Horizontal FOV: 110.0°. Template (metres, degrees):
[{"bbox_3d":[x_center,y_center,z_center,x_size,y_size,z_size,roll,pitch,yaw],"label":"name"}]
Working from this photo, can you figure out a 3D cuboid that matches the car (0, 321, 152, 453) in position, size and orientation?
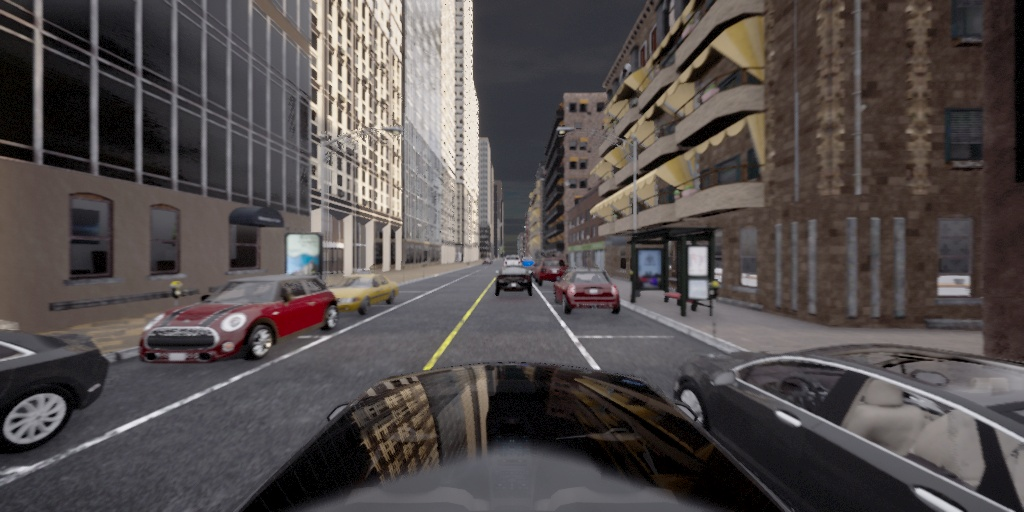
[{"bbox_3d":[-5.689,1.302,2.439,2.007,1.370,4.403,0,0,0],"label":"car"}]

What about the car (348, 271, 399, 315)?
[{"bbox_3d":[-5.696,1.273,13.566,1.751,1.417,4.829,0,0,0],"label":"car"}]

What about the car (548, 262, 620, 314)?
[{"bbox_3d":[2.685,1.185,13.740,1.967,1.591,4.097,0,0,0],"label":"car"}]

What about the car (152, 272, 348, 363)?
[{"bbox_3d":[-5.693,1.189,8.088,1.967,1.591,4.097,0,0,0],"label":"car"}]

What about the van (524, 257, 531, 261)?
[{"bbox_3d":[2.661,1.084,58.928,1.690,1.789,3.998,0,0,0],"label":"van"}]

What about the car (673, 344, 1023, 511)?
[{"bbox_3d":[2.691,1.299,2.444,2.007,1.370,4.403,0,0,0],"label":"car"}]

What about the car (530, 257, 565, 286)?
[{"bbox_3d":[2.679,1.057,25.038,2.192,1.841,5.009,0,0,0],"label":"car"}]

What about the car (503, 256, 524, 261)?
[{"bbox_3d":[0.079,0.961,46.028,2.150,2.045,5.566,0,0,0],"label":"car"}]

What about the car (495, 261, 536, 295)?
[{"bbox_3d":[0.088,1.222,19.749,1.882,1.535,5.008,0,0,0],"label":"car"}]
